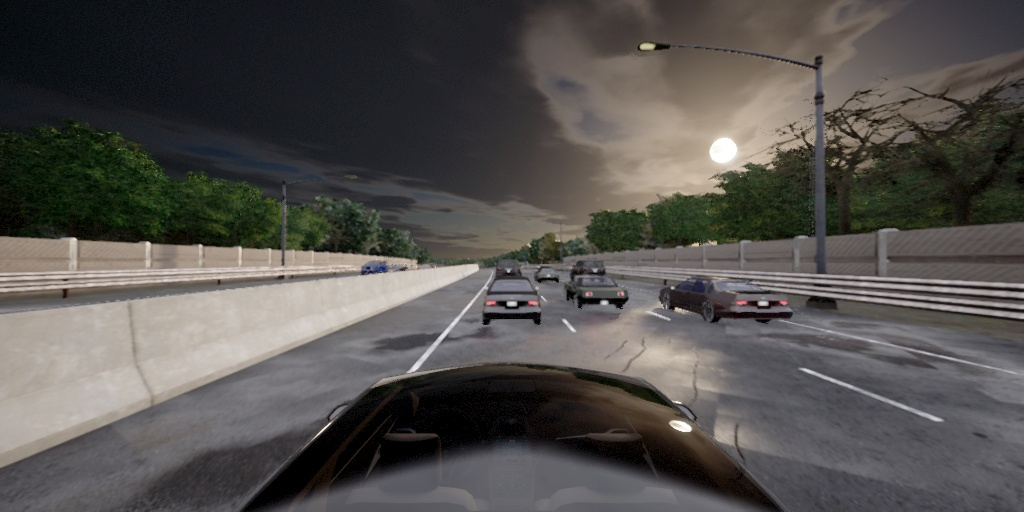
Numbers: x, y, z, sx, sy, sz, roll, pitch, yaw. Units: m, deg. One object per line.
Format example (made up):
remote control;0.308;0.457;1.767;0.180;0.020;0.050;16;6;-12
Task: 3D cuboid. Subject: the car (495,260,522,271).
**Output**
car;-0.338;1.341;31.542;2.150;2.045;5.566;0;-1;-1

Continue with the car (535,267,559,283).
car;3.118;1.706;33.115;1.994;1.385;4.181;0;-1;-1

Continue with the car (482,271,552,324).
car;-0.007;1.405;12.466;2.033;1.411;5.357;0;-1;0

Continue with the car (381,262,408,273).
car;-15.045;1.833;47.197;2.128;1.511;4.902;0;-1;-2

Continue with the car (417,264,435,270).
car;-11.595;1.839;48.604;1.882;1.535;5.008;0;-1;-2

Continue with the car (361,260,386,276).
car;-18.602;1.589;48.785;2.150;2.045;5.566;0;-1;-2

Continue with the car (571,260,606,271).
car;6.661;1.341;31.689;2.150;2.045;5.566;0;-1;-1

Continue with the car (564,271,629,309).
car;3.470;1.501;15.756;1.895;1.301;4.718;0;-1;-1

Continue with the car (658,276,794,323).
car;6.993;1.404;12.498;2.033;1.411;5.357;0;-1;0
